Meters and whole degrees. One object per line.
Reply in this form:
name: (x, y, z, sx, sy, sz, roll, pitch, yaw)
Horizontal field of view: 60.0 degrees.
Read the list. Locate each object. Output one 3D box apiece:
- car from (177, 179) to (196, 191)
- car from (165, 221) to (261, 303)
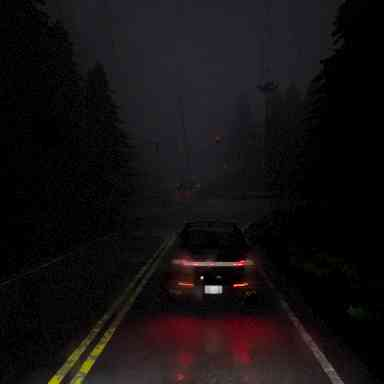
car: (-0.702, -1.072, 45.225, 1.812, 1.442, 4.674, 1, 9, 14)
car: (0.448, 1.466, 8.175, 2.128, 1.511, 4.902, 0, 0, 2)
